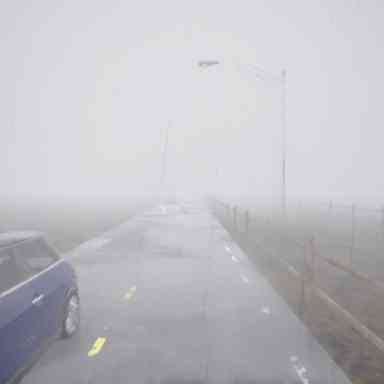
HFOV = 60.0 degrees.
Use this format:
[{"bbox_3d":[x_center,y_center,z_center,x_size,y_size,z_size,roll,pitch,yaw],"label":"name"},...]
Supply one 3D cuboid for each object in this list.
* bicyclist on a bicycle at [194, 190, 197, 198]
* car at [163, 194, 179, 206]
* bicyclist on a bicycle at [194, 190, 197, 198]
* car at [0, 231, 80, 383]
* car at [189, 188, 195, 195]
[{"bbox_3d":[0.779,0.339,75.485,0.659,1.776,1.843,0,1,0],"label":"bicyclist on a bicycle"},{"bbox_3d":[-2.821,1.063,44.571,1.882,1.535,5.008,0,1,0],"label":"car"},{"bbox_3d":[0.776,0.555,66.488,0.659,1.776,1.843,0,1,0],"label":"bicyclist on a bicycle"},{"bbox_3d":[-2.849,1.348,3.464,2.097,1.767,4.553,0,0,0],"label":"car"},{"bbox_3d":[0.028,-0.045,93.174,1.812,1.442,4.674,0,2,0],"label":"car"}]
